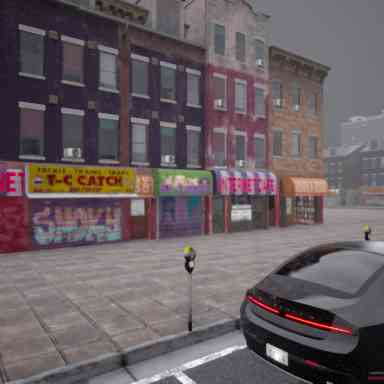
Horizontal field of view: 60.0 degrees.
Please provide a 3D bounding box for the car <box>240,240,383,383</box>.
[{"bbox_3d":[2.891,1.505,5.009,4.892,1.490,1.837,0,0,-35],"label":"car"}]
